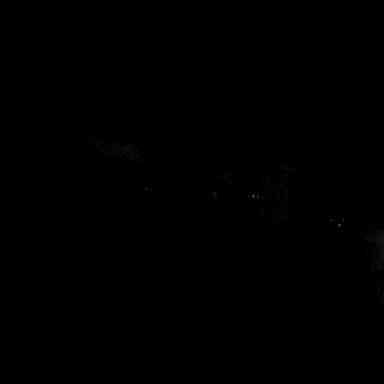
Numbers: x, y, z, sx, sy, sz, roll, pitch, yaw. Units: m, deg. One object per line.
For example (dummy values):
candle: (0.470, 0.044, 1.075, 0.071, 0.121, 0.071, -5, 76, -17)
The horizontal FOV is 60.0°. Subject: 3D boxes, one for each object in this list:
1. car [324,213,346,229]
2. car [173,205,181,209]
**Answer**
car: (7.652, 1.714, 22.873, 2.033, 1.411, 5.357, 2, -2, -35)
car: (-0.137, 1.676, 33.823, 2.097, 1.767, 4.553, 3, -2, -36)
